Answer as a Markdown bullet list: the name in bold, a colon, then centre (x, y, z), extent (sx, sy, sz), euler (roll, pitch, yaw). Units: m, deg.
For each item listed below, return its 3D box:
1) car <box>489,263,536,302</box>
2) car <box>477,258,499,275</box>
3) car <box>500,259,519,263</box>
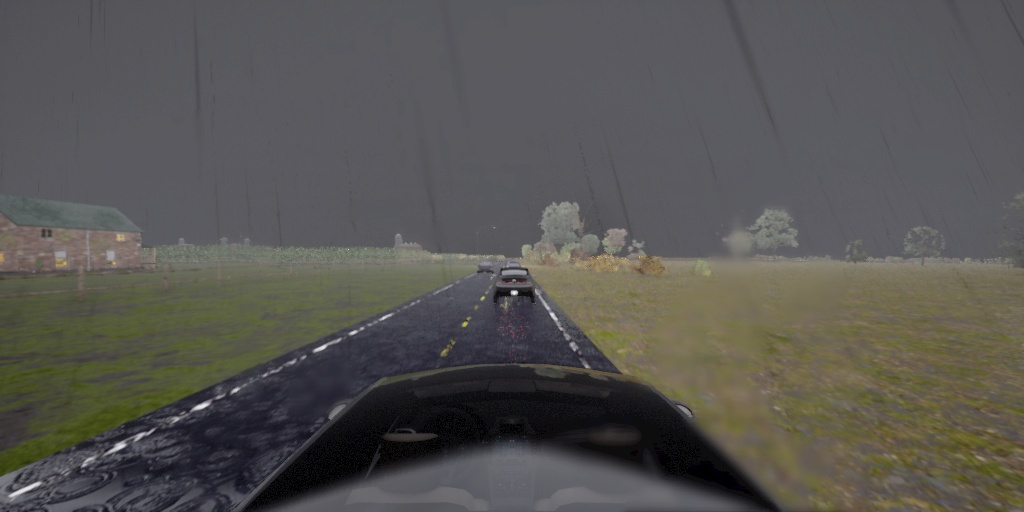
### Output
- **car**: centre (0.097, 1.256, 17.044), extent (1.837, 1.490, 4.892), euler (0, 0, 0)
- **car**: centre (-2.850, 1.303, 40.296), extent (2.033, 1.411, 5.357), euler (0, 0, 0)
- **car**: centre (0.093, 1.302, 35.357), extent (2.033, 1.411, 5.357), euler (0, 0, 0)
